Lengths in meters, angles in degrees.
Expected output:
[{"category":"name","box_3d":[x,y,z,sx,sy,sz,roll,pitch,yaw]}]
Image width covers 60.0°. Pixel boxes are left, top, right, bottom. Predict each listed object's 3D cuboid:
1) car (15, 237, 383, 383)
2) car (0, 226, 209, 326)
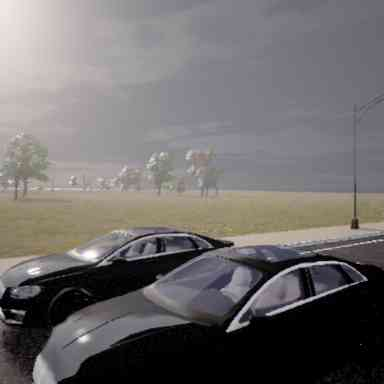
[{"category":"car","box_3d":[0.707,1.506,4.189,4.902,1.511,2.128,0,0,-36]},{"category":"car","box_3d":[-1.180,1.506,6.835,4.902,1.511,2.128,0,0,-35]}]
